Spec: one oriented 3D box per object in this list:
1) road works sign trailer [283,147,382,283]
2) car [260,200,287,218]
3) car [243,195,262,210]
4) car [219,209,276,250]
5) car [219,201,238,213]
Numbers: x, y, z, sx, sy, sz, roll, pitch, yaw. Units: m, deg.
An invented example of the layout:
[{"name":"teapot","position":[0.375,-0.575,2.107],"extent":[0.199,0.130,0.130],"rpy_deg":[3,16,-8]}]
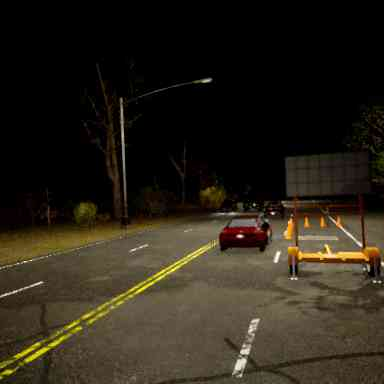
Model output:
[{"name":"road works sign trailer","position":[4.065,0.537,9.998],"extent":[2.380,3.560,2.880],"rpy_deg":[-3,-1,18]},{"name":"car","position":[8.061,1.667,32.336],"extent":[1.837,1.490,4.892],"rpy_deg":[-3,-1,18]},{"name":"car","position":[8.012,1.503,43.251],"extent":[2.150,2.045,5.566],"rpy_deg":[-3,-1,18]},{"name":"car","position":[2.562,1.771,15.410],"extent":[1.994,1.385,4.181],"rpy_deg":[-3,-1,17]},{"name":"car","position":[4.906,1.930,44.154],"extent":[1.837,1.490,4.892],"rpy_deg":[-3,-1,18]}]
